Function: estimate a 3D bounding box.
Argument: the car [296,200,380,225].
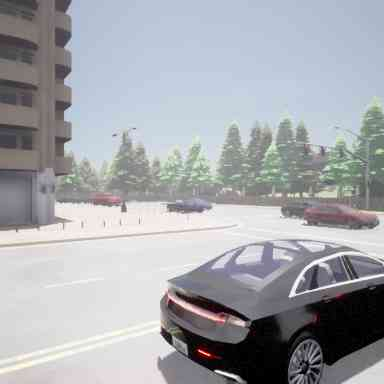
[{"bbox_3d":[9.232,1.500,20.964,1.812,1.442,4.674,-1,1,-35],"label":"car"}]

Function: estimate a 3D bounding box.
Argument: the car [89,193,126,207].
[{"bbox_3d":[-13.035,1.165,51.410,5.566,2.045,2.150,0,0,41],"label":"car"}]

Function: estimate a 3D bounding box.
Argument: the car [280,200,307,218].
[{"bbox_3d":[9.415,1.450,26.862,1.837,1.490,4.892,0,0,-35],"label":"car"}]

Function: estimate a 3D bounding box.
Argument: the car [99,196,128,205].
[{"bbox_3d":[-13.236,1.422,56.022,5.008,1.535,1.882,0,0,37],"label":"car"}]

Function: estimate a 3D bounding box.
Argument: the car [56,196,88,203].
[{"bbox_3d":[-24.030,1.492,65.580,5.357,1.411,2.033,0,0,15],"label":"car"}]

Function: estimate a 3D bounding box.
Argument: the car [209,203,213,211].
[{"bbox_3d":[0.514,1.470,39.647,1.812,1.442,4.674,0,0,-35],"label":"car"}]

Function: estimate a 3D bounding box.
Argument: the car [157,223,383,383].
[{"bbox_3d":[1.847,1.492,5.103,4.902,1.511,2.128,0,0,-35],"label":"car"}]

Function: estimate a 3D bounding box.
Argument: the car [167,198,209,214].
[{"bbox_3d":[-0.658,1.545,35.239,1.895,1.301,4.718,0,0,-35],"label":"car"}]
